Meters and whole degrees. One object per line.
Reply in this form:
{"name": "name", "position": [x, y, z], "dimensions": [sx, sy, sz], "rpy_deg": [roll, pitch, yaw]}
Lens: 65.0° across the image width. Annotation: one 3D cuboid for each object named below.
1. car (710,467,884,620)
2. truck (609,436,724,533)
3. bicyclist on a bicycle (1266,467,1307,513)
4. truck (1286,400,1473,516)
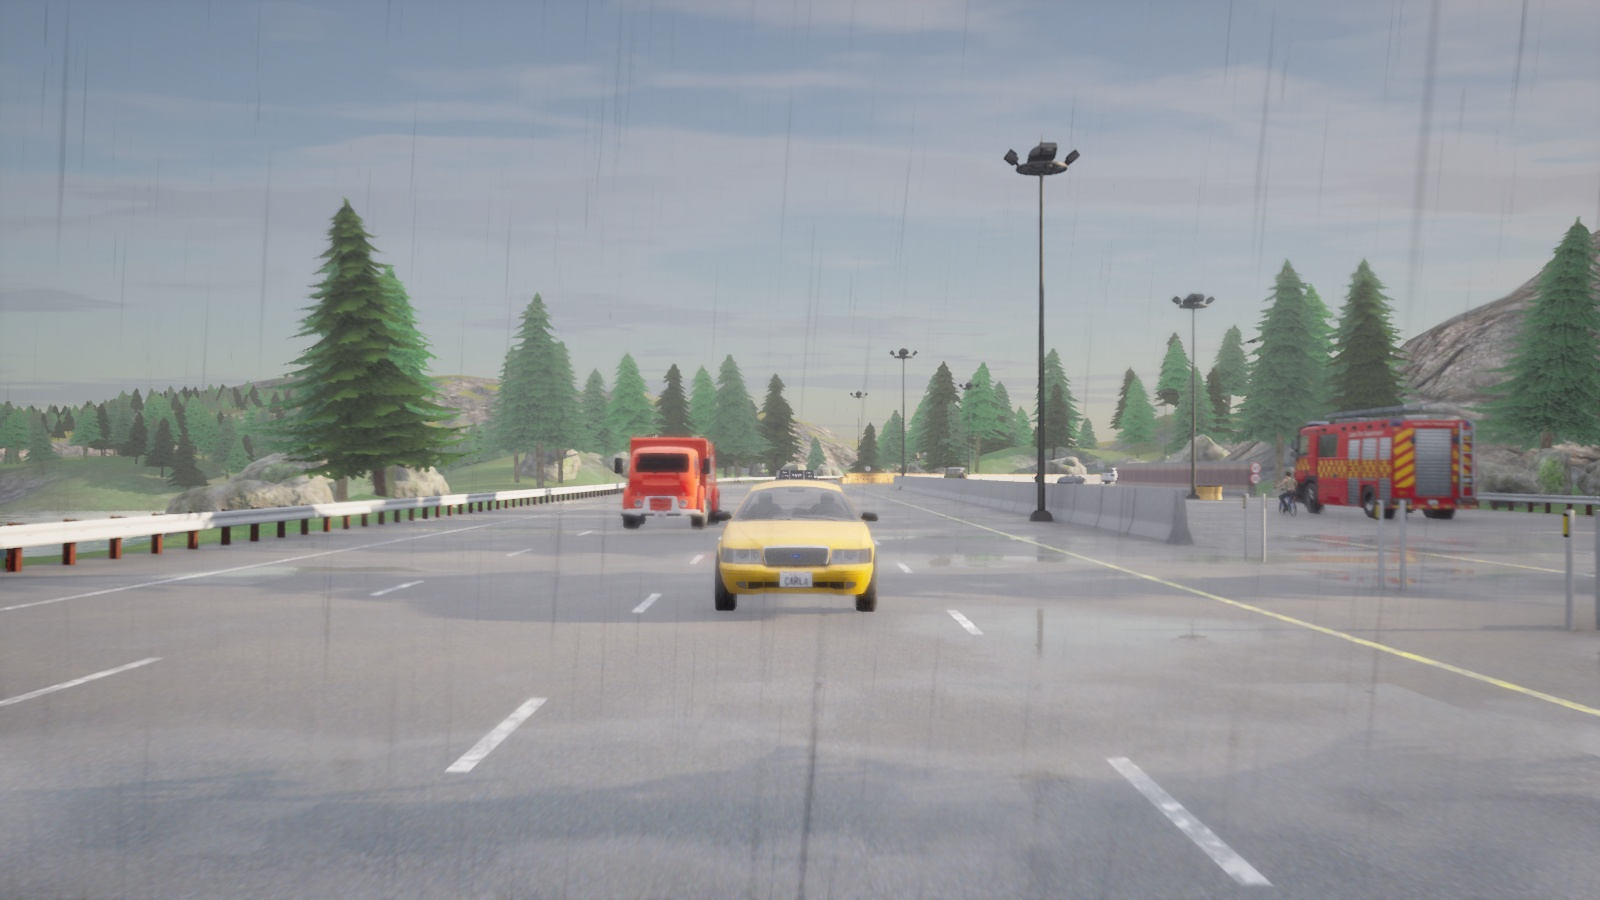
{"name": "car", "position": [-0.036, 1.018, 15.753], "dimensions": [1.801, 1.575, 5.366], "rpy_deg": [0, -1, 0]}
{"name": "truck", "position": [-3.583, 0.927, 34.728], "dimensions": [2.627, 2.467, 5.204], "rpy_deg": [0, -1, 0]}
{"name": "bicyclist on a bicycle", "position": [17.400, 1.434, 44.955], "dimensions": [0.866, 1.612, 1.509], "rpy_deg": [0, -1, 0]}
{"name": "truck", "position": [20.887, 0.336, 45.957], "dimensions": [2.891, 3.827, 8.468], "rpy_deg": [0, -1, 0]}
